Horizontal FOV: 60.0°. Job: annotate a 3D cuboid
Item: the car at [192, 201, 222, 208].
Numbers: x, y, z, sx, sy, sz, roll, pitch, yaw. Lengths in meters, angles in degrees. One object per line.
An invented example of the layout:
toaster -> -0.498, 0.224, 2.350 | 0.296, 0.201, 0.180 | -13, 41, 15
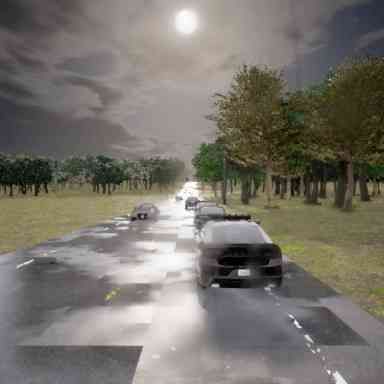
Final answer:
car -> 1.071, 1.495, 19.194 | 1.882, 1.535, 5.008 | 0, 0, 0

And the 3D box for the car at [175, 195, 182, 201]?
car -> -3.397, 1.544, 87.226 | 2.128, 1.511, 4.902 | 0, 0, 0

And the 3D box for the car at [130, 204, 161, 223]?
car -> -3.571, 1.599, 26.012 | 1.994, 1.385, 4.181 | 0, 0, 0

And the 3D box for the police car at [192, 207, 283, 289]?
police car -> 1.060, 1.428, 9.302 | 1.930, 1.638, 5.238 | 0, 0, 0

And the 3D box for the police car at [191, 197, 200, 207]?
police car -> 1.079, 1.459, 25.305 | 1.930, 1.638, 5.238 | 0, 0, 0

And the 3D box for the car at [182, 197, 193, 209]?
car -> 0.092, 1.446, 47.176 | 2.097, 1.767, 4.553 | 0, 0, 1

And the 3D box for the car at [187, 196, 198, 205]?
car -> 0.073, 1.581, 61.826 | 1.882, 1.535, 5.008 | 0, 0, 0
